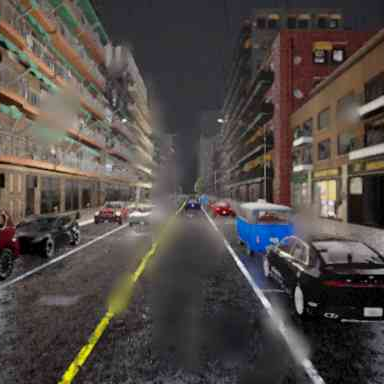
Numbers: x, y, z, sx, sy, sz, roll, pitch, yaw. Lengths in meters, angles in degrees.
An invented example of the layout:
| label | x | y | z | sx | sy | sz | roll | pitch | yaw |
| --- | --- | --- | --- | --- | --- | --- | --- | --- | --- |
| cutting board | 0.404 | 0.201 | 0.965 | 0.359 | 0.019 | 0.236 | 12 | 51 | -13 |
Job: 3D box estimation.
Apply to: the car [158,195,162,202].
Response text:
| label | x | y | z | sx | sy | sz | roll | pitch | yaw |
| --- | --- | --- | --- | --- | --- | --- | --- | --- | --- |
| car | -5.694 | 1.457 | 46.774 | 1.967 | 1.590 | 4.097 | 0 | 0 | 0 |

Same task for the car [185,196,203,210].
| label | x | y | z | sx | sy | sz | roll | pitch | yaw |
| --- | --- | --- | --- | --- | --- | --- | --- | --- | --- |
| car | 0.095 | 1.578 | 42.271 | 1.994 | 1.385 | 4.181 | 0 | 0 | 0 |

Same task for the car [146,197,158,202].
| label | x | y | z | sx | sy | sz | roll | pitch | yaw |
| --- | --- | --- | --- | --- | --- | --- | --- | --- | --- |
| car | -5.694 | 1.537 | 40.939 | 1.752 | 1.417 | 4.829 | 0 | 0 | 0 |

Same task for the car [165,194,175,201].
| label | x | y | z | sx | sy | sz | roll | pitch | yaw |
| --- | --- | --- | --- | --- | --- | --- | --- | --- | --- |
| car | -5.701 | 1.397 | 86.428 | 2.192 | 1.841 | 5.009 | 0 | 0 | 0 |

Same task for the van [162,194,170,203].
| label | x | y | z | sx | sy | sz | roll | pitch | yaw |
| --- | --- | --- | --- | --- | --- | --- | --- | --- | --- |
| van | -5.698 | 1.378 | 63.768 | 1.690 | 1.788 | 3.998 | 0 | 0 | 0 |

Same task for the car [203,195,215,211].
| label | x | y | z | sx | sy | sz | roll | pitch | yaw |
| --- | --- | --- | --- | --- | --- | --- | --- | --- | --- |
| car | 2.687 | 1.452 | 41.109 | 1.967 | 1.590 | 4.097 | 0 | 0 | 0 |

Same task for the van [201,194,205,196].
| label | x | y | z | sx | sy | sz | roll | pitch | yaw |
| --- | --- | --- | --- | --- | --- | --- | --- | --- | --- |
| van | 2.683 | 1.379 | 63.769 | 1.690 | 1.788 | 3.998 | 0 | 0 | 0 |

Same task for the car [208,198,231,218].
| label | x | y | z | sx | sy | sz | roll | pitch | yaw |
| --- | --- | --- | --- | --- | --- | --- | --- | --- | --- |
| car | 2.688 | 1.548 | 29.780 | 1.887 | 1.381 | 4.507 | 0 | 0 | 0 |

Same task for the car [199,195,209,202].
| label | x | y | z | sx | sy | sz | roll | pitch | yaw |
| --- | --- | --- | --- | --- | --- | --- | --- | --- | --- |
| car | 2.680 | 1.499 | 75.097 | 1.967 | 1.590 | 4.097 | 0 | 0 | 0 |

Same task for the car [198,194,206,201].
| label | x | y | z | sx | sy | sz | roll | pitch | yaw |
| --- | --- | --- | --- | --- | --- | --- | --- | --- | --- |
| car | 2.678 | 1.410 | 92.092 | 2.192 | 1.841 | 5.009 | 0 | 0 | 0 |

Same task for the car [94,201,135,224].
| label | x | y | z | sx | sy | sz | roll | pitch | yaw |
| --- | --- | --- | --- | --- | --- | --- | --- | --- | --- |
| car | -5.690 | 1.440 | 24.114 | 1.967 | 1.590 | 4.097 | 0 | 0 | 0 |

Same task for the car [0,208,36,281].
| label | x | y | z | sx | sy | sz | roll | pitch | yaw |
| --- | --- | --- | --- | --- | --- | --- | --- | --- | --- |
| car | -5.686 | 1.312 | 7.122 | 2.192 | 1.841 | 5.009 | 0 | 0 | 0 |

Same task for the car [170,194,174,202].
| label | x | y | z | sx | sy | sz | roll | pitch | yaw |
| --- | --- | --- | --- | --- | --- | --- | --- | --- | --- |
| car | -5.700 | 1.584 | 74.926 | 1.752 | 1.417 | 4.829 | 0 | 0 | 0 |

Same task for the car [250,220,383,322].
| label | x | y | z | sx | sy | sz | roll | pitch | yaw |
| --- | --- | --- | --- | --- | --- | --- | --- | --- | --- |
| car | 2.693 | 1.549 | 7.122 | 2.008 | 1.369 | 4.403 | 0 | 0 | 0 |

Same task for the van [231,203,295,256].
| label | x | y | z | sx | sy | sz | roll | pitch | yaw |
| --- | --- | --- | --- | --- | --- | --- | --- | --- | --- |
| van | 2.693 | 1.339 | 12.785 | 1.690 | 1.788 | 3.998 | 0 | 0 | 0 |

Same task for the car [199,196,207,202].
| label | x | y | z | sx | sy | sz | roll | pitch | yaw |
| --- | --- | --- | --- | --- | --- | --- | --- | --- | --- |
| car | 2.679 | 1.637 | 80.763 | 1.947 | 1.339 | 4.313 | 0 | 0 | 0 |

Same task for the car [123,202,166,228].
| label | x | y | z | sx | sy | sz | roll | pitch | yaw |
| --- | --- | --- | --- | --- | --- | --- | --- | --- | --- |
| car | -3.035 | 1.600 | 22.525 | 1.895 | 1.301 | 4.718 | 0 | 0 | 1 |

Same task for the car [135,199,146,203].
| label | x | y | z | sx | sy | sz | roll | pitch | yaw |
| --- | --- | --- | --- | --- | --- | --- | --- | --- | --- |
| car | -5.692 | 1.553 | 29.779 | 2.008 | 1.369 | 4.403 | 0 | 0 | 0 |

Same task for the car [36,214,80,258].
| label | x | y | z | sx | sy | sz | roll | pitch | yaw |
| --- | --- | --- | --- | --- | --- | --- | --- | --- | --- |
| car | -5.688 | 1.563 | 12.784 | 1.947 | 1.339 | 4.313 | 0 | 0 | 0 |

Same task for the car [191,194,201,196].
| label | x | y | z | sx | sy | sz | roll | pitch | yaw |
| --- | --- | --- | --- | --- | --- | --- | --- | --- | --- |
| car | 0.091 | 1.381 | 57.976 | 2.097 | 1.767 | 4.553 | 0 | 0 | 0 |
